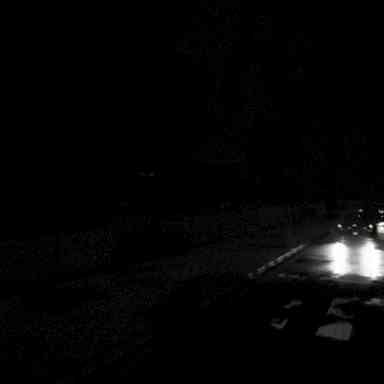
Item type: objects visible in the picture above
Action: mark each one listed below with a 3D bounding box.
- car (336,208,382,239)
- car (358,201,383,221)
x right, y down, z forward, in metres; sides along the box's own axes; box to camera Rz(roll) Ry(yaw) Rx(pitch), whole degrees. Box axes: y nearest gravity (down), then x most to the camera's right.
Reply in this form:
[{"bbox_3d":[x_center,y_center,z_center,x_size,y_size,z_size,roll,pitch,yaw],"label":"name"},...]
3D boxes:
[{"bbox_3d":[9.472,1.833,18.896,1.895,1.301,4.718,-3,-2,31],"label":"car"},{"bbox_3d":[16.447,1.686,30.369,2.097,1.767,4.553,-3,-2,31],"label":"car"}]
